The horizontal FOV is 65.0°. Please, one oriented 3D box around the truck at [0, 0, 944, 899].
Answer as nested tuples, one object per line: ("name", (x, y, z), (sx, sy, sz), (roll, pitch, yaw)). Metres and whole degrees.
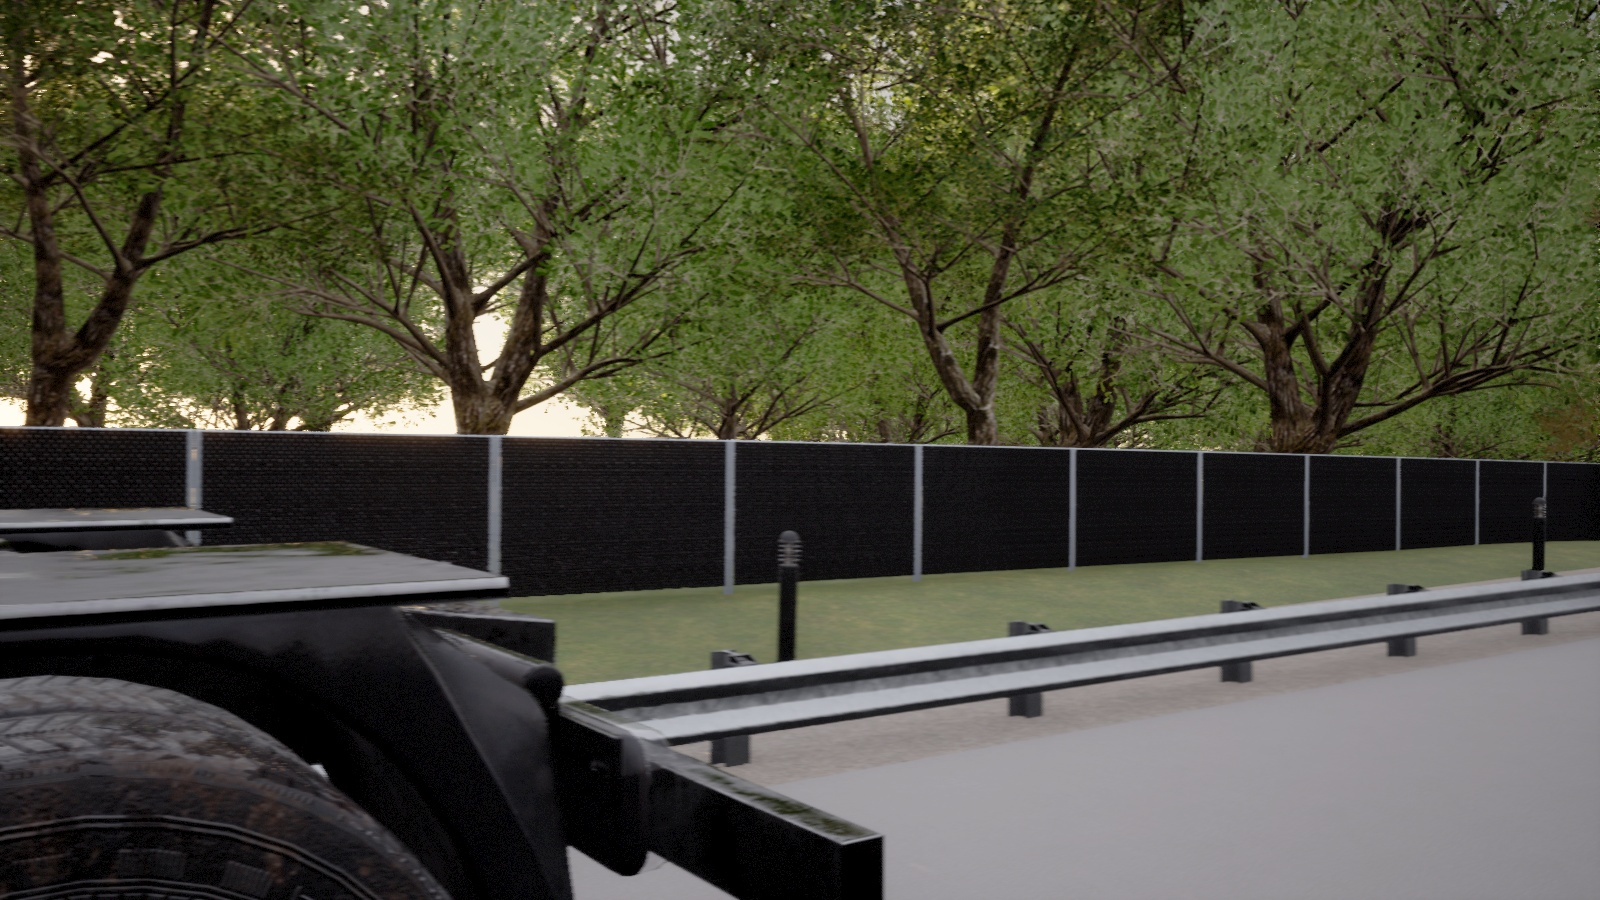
("truck", (-3.849, -0.226, 0.985), (7.936, 3.462, 2.891), (0, 0, -35))
